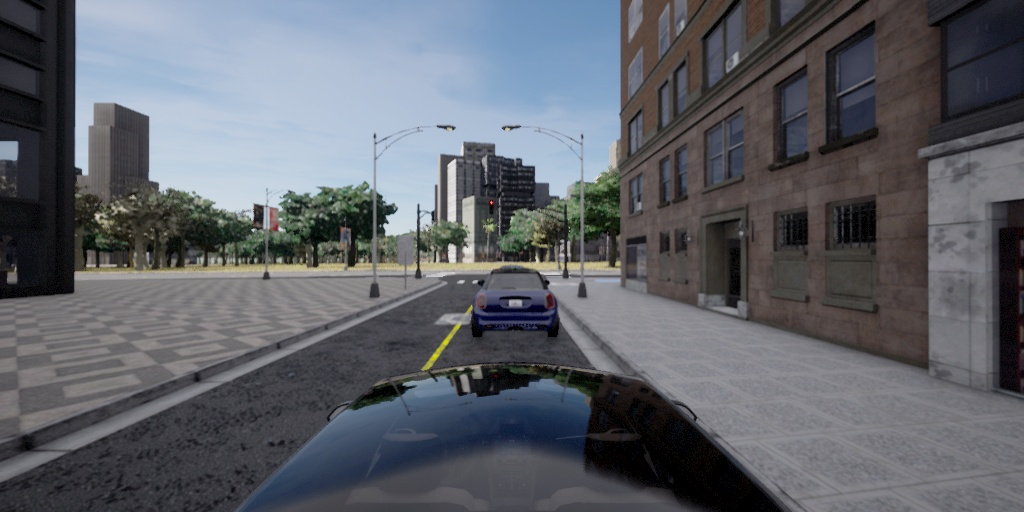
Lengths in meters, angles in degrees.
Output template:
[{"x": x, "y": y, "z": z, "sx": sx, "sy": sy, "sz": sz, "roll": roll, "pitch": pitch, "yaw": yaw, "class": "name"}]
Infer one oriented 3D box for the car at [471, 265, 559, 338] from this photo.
[{"x": 0.056, "y": 1.103, "z": 10.344, "sx": 2.097, "sy": 1.767, "sz": 4.553, "roll": 0, "pitch": 0, "yaw": -1, "class": "car"}]
